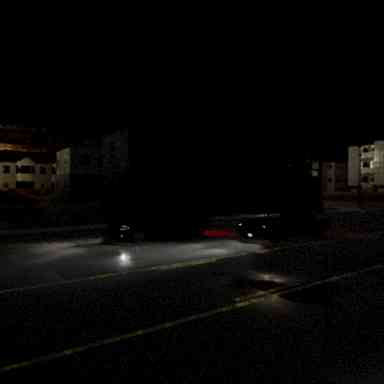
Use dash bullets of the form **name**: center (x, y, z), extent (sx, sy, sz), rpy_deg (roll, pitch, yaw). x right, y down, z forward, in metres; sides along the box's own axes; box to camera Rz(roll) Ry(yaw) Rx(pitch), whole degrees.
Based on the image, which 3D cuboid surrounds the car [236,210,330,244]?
- **car**: center (4.316, 1.530, 15.612), extent (4.718, 1.301, 1.895), rpy_deg (0, 0, -35)

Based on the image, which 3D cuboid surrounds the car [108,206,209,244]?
- **car**: center (-1.487, 1.436, 15.804), extent (5.008, 1.535, 1.882), rpy_deg (0, 0, -35)

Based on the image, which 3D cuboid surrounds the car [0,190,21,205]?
- **car**: center (-21.908, 0.635, 38.079), extent (3.988, 1.617, 1.851), rpy_deg (0, 0, -35)

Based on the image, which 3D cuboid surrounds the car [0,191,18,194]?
- **car**: center (-17.850, 0.786, 32.991), extent (5.027, 1.636, 2.152), rpy_deg (1, -1, -35)

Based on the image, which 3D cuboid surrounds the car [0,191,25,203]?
- **car**: center (-23.555, 0.626, 40.590), extent (5.357, 1.415, 2.033), rpy_deg (0, 0, -35)

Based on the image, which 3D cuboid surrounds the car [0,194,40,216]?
- **car**: center (-14.030, 1.141, 25.770), extent (3.806, 1.475, 1.970), rpy_deg (0, 0, -35)
